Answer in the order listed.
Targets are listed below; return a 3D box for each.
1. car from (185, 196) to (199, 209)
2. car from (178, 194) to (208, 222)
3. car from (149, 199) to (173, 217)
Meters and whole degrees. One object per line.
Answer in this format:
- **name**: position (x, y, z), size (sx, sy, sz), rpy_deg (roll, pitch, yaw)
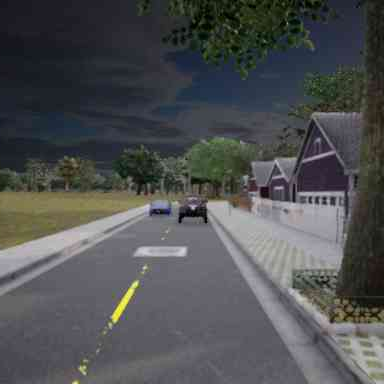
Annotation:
- **car**: position (0.048, 1.376, 45.764), size (1.882, 1.535, 5.008), rpy_deg (0, 0, 0)
- **car**: position (0.080, 1.186, 25.742), size (2.150, 2.045, 5.566), rpy_deg (0, 1, 0)
- **car**: position (-2.837, 1.423, 30.916), size (1.882, 1.535, 5.008), rpy_deg (0, 0, 0)
